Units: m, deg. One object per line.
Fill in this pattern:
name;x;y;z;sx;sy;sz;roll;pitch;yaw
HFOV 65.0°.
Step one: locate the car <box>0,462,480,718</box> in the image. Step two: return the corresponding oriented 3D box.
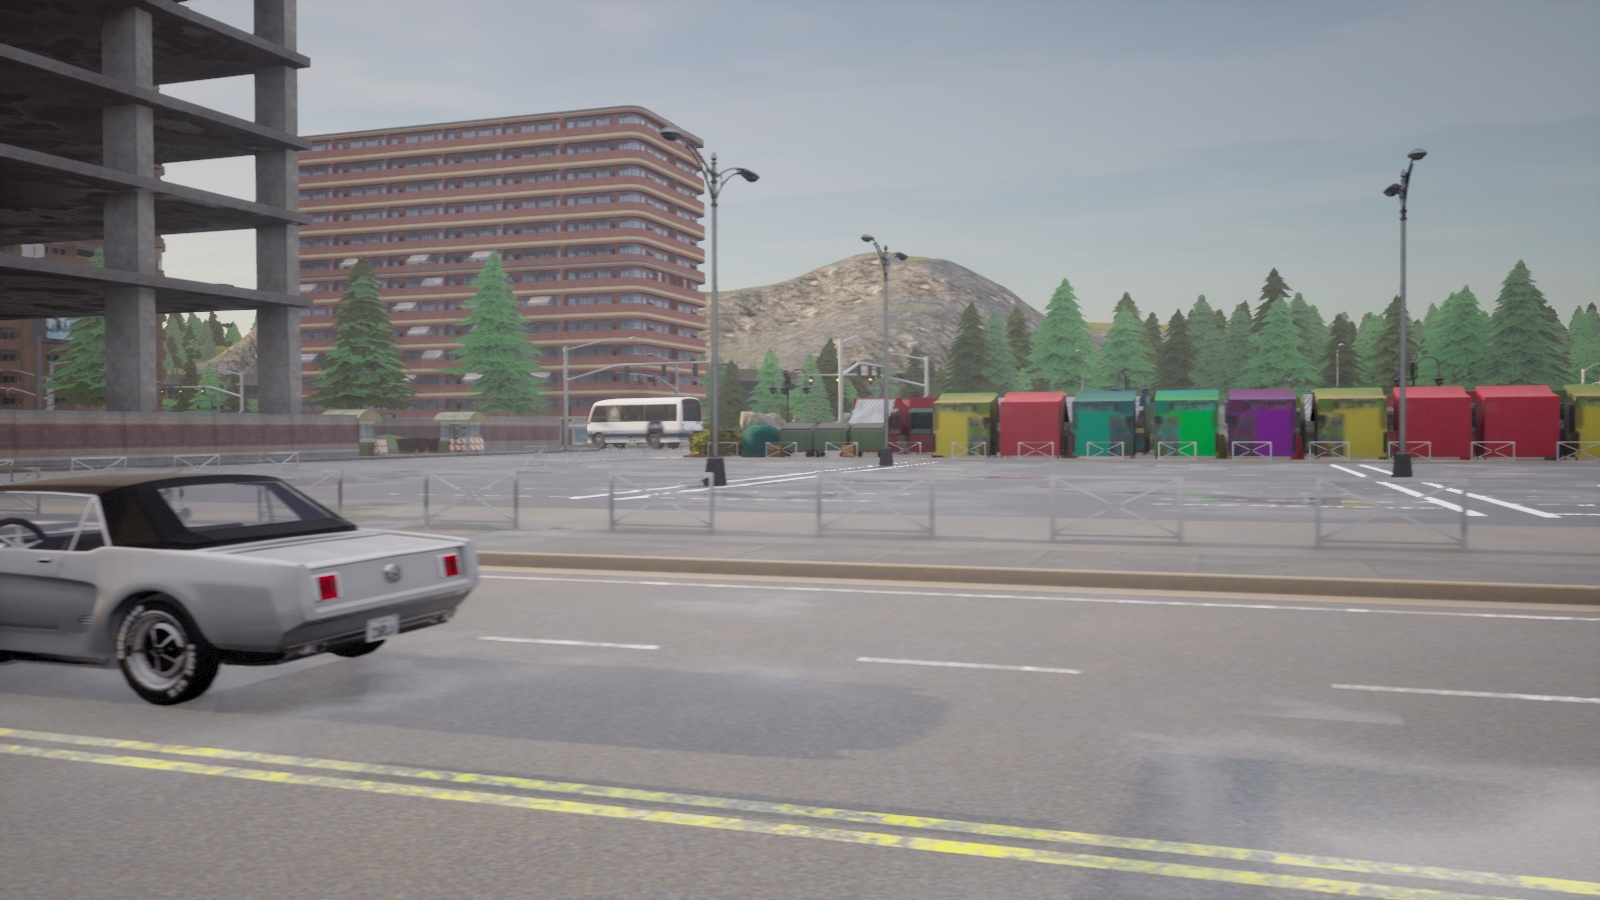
car;-4.733;0.773;8.479;4.718;1.301;1.895;1;1;19
